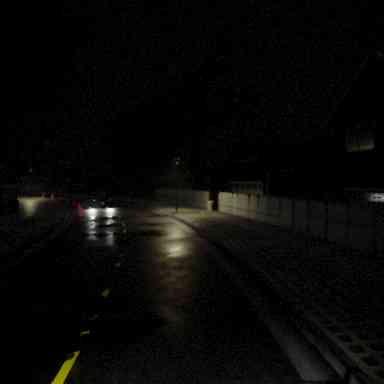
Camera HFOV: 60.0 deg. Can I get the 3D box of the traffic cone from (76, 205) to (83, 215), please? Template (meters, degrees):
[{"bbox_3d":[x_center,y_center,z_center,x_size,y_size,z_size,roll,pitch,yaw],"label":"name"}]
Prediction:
[{"bbox_3d":[-7.636,1.275,22.727,0.340,0.580,0.340,-1,2,-18],"label":"traffic cone"}]

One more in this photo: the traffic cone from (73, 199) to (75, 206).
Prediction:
[{"bbox_3d":[-11.193,1.001,31.735,0.340,0.580,0.340,-1,2,-25],"label":"traffic cone"}]

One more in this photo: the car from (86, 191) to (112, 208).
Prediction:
[{"bbox_3d":[-8.520,0.612,30.319,1.812,1.442,4.674,-1,2,-24],"label":"car"}]

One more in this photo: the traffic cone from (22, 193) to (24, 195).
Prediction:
[{"bbox_3d":[-28.074,0.292,55.196,0.340,0.580,0.340,2,2,44],"label":"traffic cone"}]

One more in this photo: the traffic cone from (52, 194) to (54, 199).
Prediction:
[{"bbox_3d":[-18.541,0.623,44.251,0.340,0.580,0.340,-1,2,-36],"label":"traffic cone"}]

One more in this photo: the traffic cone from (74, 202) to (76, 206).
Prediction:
[{"bbox_3d":[-9.275,1.137,27.286,0.340,0.580,0.340,-1,2,-22],"label":"traffic cone"}]

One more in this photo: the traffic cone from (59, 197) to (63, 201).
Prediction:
[{"bbox_3d":[-15.834,0.744,40.234,0.340,0.580,0.340,-1,2,-32],"label":"traffic cone"}]

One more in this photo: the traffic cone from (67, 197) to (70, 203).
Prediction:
[{"bbox_3d":[-13.381,0.870,36.056,0.340,0.580,0.340,-1,2,-29],"label":"traffic cone"}]
